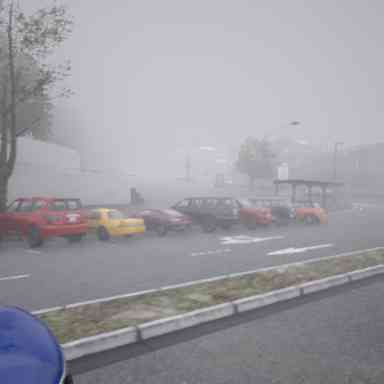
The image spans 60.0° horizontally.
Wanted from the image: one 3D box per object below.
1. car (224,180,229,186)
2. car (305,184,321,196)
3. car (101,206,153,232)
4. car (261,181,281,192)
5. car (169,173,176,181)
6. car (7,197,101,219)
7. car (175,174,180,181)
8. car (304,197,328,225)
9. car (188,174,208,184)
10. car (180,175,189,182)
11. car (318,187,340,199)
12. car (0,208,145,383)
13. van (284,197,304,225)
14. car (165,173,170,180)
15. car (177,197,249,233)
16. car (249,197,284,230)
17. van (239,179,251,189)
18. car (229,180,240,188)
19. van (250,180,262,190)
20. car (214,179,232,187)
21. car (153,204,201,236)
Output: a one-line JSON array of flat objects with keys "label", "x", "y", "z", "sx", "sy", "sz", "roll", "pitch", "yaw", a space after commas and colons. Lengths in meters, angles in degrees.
[{"label": "car", "x": 8.850, "y": -1.853, "z": 73.749, "sx": 2.002, "sy": 1.452, "sz": 4.674, "roll": 7, "pitch": 3, "yaw": 35}, {"label": "car", "x": 20.943, "y": -0.237, "z": 56.470, "sx": 2.435, "sy": 2.045, "sz": 5.566, "roll": 7, "pitch": 3, "yaw": 35}, {"label": "car", "x": -4.774, "y": 1.523, "z": 17.000, "sx": 5.366, "sy": 1.575, "sz": 1.946, "roll": -1, "pitch": -1, "yaw": 35}, {"label": "car", "x": 15.737, "y": -0.803, "z": 63.859, "sx": 2.231, "sy": 1.521, "sz": 4.892, "roll": 7, "pitch": 3, "yaw": 35}, {"label": "car", "x": -3.360, "y": -3.894, "z": 90.927, "sx": 2.185, "sy": 1.767, "sz": 4.553, "roll": 4, "pitch": 1, "yaw": 33}, {"label": "car", "x": -7.094, "y": 1.256, "z": 15.175, "sx": 5.566, "sy": 2.045, "sz": 2.435, "roll": -1, "pitch": -1, "yaw": 35}, {"label": "car", "x": -1.631, "y": -3.660, "z": 88.455, "sx": 2.185, "sy": 1.767, "sz": 4.553, "roll": 6, "pitch": 3, "yaw": 34}, {"label": "car", "x": 7.725, "y": 1.481, "z": 25.506, "sx": 4.553, "sy": 1.767, "sz": 2.185, "roll": -1, "pitch": -1, "yaw": 35}, {"label": "car", "x": 2.010, "y": -2.984, "z": 83.727, "sx": 1.946, "sy": 1.575, "sz": 5.366, "roll": 7, "pitch": 3, "yaw": 34}, {"label": "car", "x": 0.161, "y": -3.508, "z": 85.988, "sx": 2.435, "sy": 2.045, "sz": 5.566, "roll": 7, "pitch": 3, "yaw": 34}, {"label": "car", "x": 22.631, "y": 0.325, "z": 53.995, "sx": 2.002, "sy": 1.452, "sz": 4.674, "roll": 7, "pitch": 3, "yaw": 35}, {"label": "car", "x": -3.131, "y": 1.213, "z": 0.891, "sx": 5.566, "sy": 2.045, "sz": 2.150, "roll": 0, "pitch": 0, "yaw": -36}, {"label": "van", "x": 5.315, "y": 1.363, "z": 23.757, "sx": 4.442, "sy": 1.987, "sz": 1.878, "roll": -1, "pitch": -1, "yaw": 35}, {"label": "car", "x": -5.129, "y": -4.171, "z": 93.276, "sx": 2.435, "sy": 2.045, "sz": 5.566, "roll": 1, "pitch": -2, "yaw": 34}, {"label": "car", "x": 0.262, "y": 1.306, "z": 20.384, "sx": 5.566, "sy": 2.045, "sz": 2.435, "roll": -1, "pitch": -1, "yaw": 35}, {"label": "car", "x": 2.776, "y": 1.322, "z": 22.088, "sx": 5.566, "sy": 2.045, "sz": 2.435, "roll": -1, "pitch": -1, "yaw": 35}, {"label": "van", "x": 12.253, "y": -1.574, "z": 68.696, "sx": 1.878, "sy": 1.987, "sz": 4.442, "roll": 7, "pitch": 3, "yaw": 35}, {"label": "car", "x": 10.679, "y": -1.621, "z": 71.427, "sx": 1.946, "sy": 1.575, "sz": 5.366, "roll": 7, "pitch": 3, "yaw": 35}, {"label": "van", "x": 13.980, "y": -1.301, "z": 66.223, "sx": 1.878, "sy": 1.987, "sz": 4.442, "roll": 7, "pitch": 3, "yaw": 35}, {"label": "car", "x": 7.109, "y": -2.127, "z": 76.213, "sx": 2.002, "sy": 1.452, "sz": 4.674, "roll": 7, "pitch": 3, "yaw": 35}, {"label": "car", "x": -2.167, "y": 1.580, "z": 18.627, "sx": 4.674, "sy": 1.452, "sz": 2.002, "roll": -1, "pitch": -1, "yaw": 35}]
